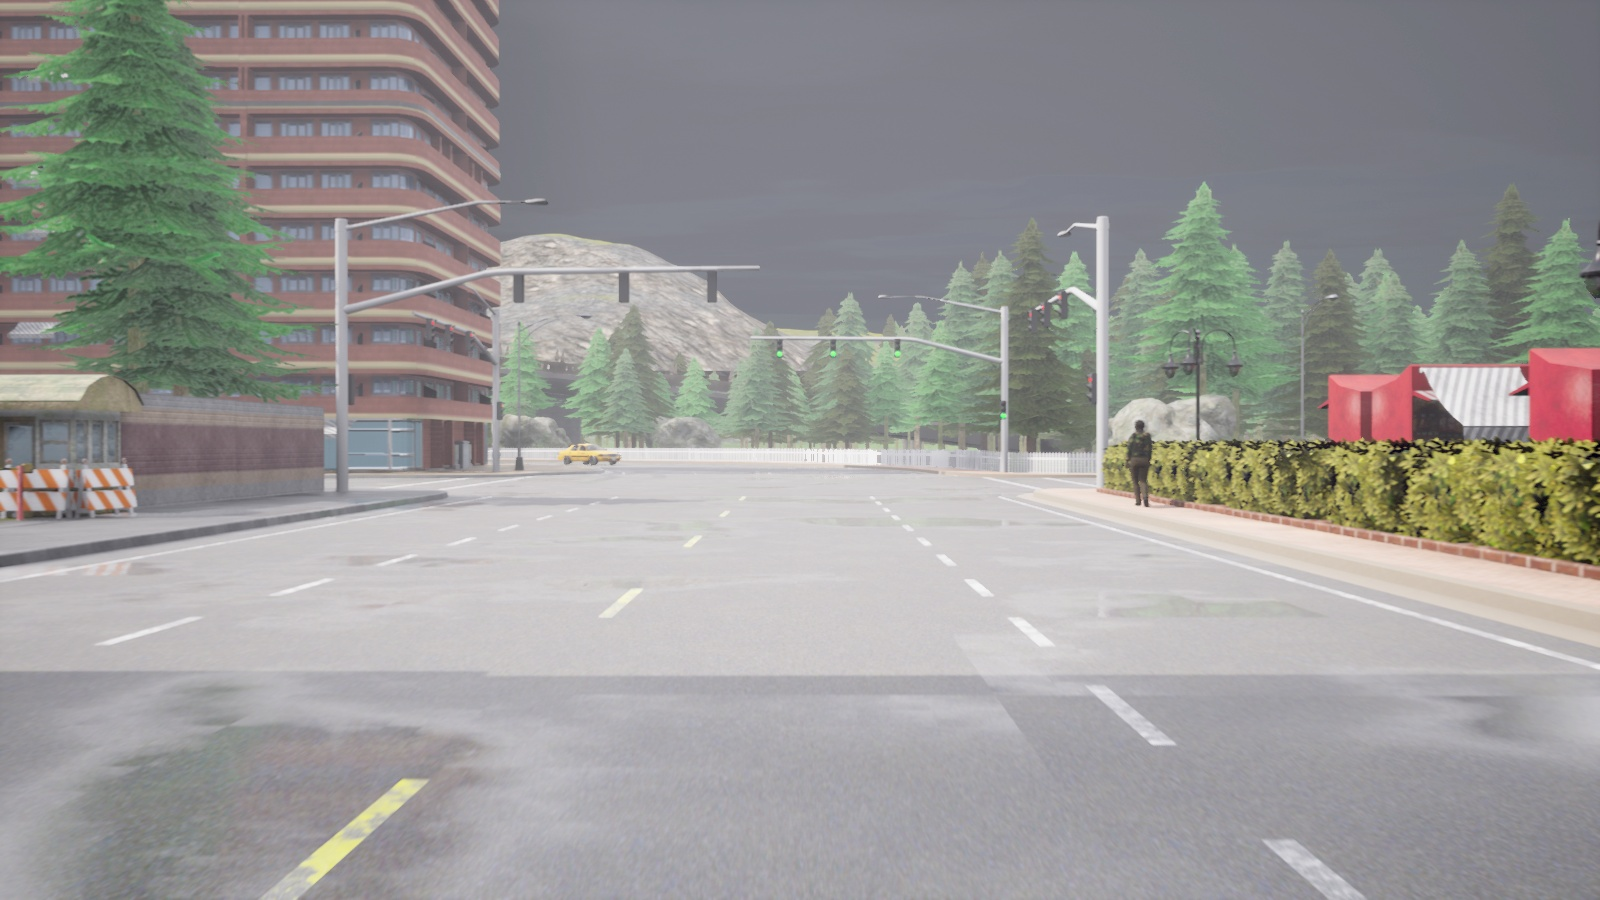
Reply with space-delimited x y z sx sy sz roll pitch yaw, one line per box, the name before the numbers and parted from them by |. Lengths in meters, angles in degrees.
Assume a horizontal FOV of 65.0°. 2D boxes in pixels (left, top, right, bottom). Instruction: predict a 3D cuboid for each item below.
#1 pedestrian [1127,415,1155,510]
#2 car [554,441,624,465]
pedestrian | 7.033 0.260 25.919 0.395 1.930 0.692 0 0 2
car | -14.277 0.197 84.693 5.366 1.575 1.801 0 1 44
